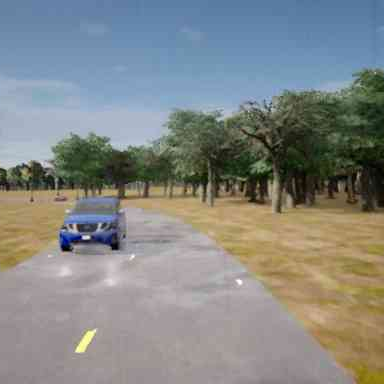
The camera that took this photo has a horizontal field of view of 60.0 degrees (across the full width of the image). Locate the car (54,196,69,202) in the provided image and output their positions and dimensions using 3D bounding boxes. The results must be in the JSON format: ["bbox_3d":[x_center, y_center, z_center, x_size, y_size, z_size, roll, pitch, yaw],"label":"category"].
[{"bbox_3d":[-32.878,1.734,83.801,1.882,1.535,5.008,-1,1,-40],"label":"car"}]

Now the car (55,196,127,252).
[{"bbox_3d":[-4.105,1.284,14.631,2.150,2.045,5.566,0,0,-7],"label":"car"}]
